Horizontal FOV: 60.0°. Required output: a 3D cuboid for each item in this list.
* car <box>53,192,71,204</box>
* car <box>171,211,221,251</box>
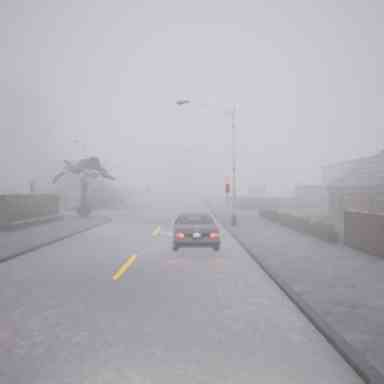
[{"bbox_3d":[-19.771,0.904,48.872,1.905,1.878,3.866,0,0,35],"label":"car"},{"bbox_3d":[0.110,1.524,13.963,2.033,1.411,5.357,0,0,-2],"label":"car"}]
